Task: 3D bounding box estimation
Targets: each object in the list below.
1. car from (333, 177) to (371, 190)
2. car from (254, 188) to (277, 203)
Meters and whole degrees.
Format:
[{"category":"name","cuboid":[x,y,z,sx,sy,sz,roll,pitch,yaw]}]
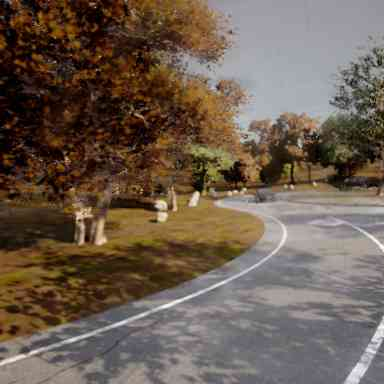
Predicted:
[{"category":"car","cuboid":[25.996,-1.356,54.138,5.566,2.045,2.150,-2,2,3]},{"category":"car","cuboid":[7.815,0.356,36.014,1.837,1.490,4.892,-4,2,3]}]
